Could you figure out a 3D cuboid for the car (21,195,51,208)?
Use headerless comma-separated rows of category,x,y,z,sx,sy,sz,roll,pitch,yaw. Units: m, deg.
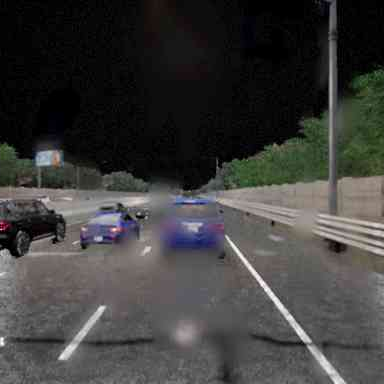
car,-24.541,1.446,52.528,2.150,2.045,5.566,0,0,1

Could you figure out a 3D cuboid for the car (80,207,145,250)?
car,-3.426,1.572,14.503,1.812,1.442,4.674,0,-1,0

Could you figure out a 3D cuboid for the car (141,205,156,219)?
car,-3.433,1.700,27.734,1.895,1.301,4.718,0,0,0

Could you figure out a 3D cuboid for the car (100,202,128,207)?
car,-6.924,1.613,29.310,1.837,1.490,4.892,0,0,0

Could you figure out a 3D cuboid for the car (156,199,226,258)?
car,0.066,1.264,13.035,2.150,2.045,5.566,0,0,1

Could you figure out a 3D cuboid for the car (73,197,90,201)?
car,-17.549,1.579,52.712,2.097,1.767,4.553,0,0,0

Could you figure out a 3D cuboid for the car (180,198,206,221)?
car,0.073,1.455,28.891,2.097,1.767,4.553,0,0,0

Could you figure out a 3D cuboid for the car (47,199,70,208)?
car,-21.045,1.791,52.687,1.994,1.385,4.181,0,0,0

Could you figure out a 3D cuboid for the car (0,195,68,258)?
car,-6.934,1.265,13.135,2.150,2.045,5.566,0,0,0
